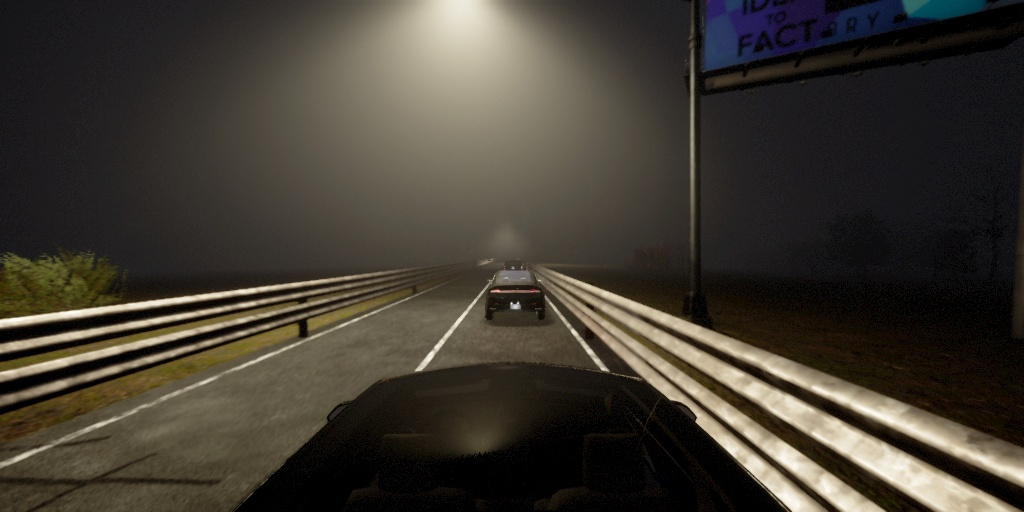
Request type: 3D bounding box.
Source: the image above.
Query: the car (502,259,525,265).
[{"bbox_3d":[0.105,1.091,33.644,2.097,1.767,4.553,0,0,0],"label":"car"}]

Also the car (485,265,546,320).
[{"bbox_3d":[0.103,1.238,12.691,2.128,1.511,4.902,0,0,0],"label":"car"}]
